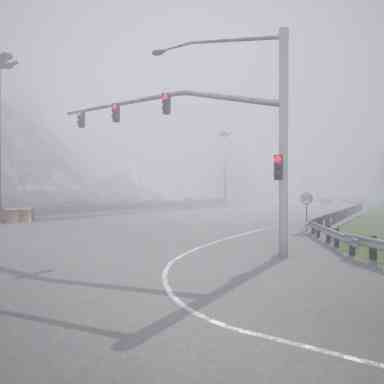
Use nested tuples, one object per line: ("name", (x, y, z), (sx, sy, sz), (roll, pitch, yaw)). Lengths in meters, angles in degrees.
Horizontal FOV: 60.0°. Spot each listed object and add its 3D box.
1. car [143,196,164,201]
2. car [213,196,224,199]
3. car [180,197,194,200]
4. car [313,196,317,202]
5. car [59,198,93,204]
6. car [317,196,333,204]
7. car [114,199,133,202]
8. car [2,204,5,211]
("car", (-7.457, 1.468, 64.801), (2.033, 1.411, 5.357), (0, 0, 25))
("car", (5.602, 1.542, 69.185), (1.895, 1.301, 4.718), (0, 0, 18))
("car", (-0.826, 1.507, 55.008), (1.994, 1.385, 4.181), (0, 0, 29))
("car", (28.111, 1.520, 72.920), (2.033, 1.411, 5.357), (0, 0, 7))
("car", (-16.967, 1.519, 48.712), (1.895, 1.301, 4.718), (0, 0, 32))
("car", (25.561, 1.549, 63.331), (1.994, 1.385, 4.181), (0, 0, 16))
("car", (-8.940, 1.541, 41.772), (1.895, 1.301, 4.718), (0, 0, 32))
("car", (-18.059, 1.288, 27.436), (2.097, 1.767, 4.553), (0, 0, 32))
